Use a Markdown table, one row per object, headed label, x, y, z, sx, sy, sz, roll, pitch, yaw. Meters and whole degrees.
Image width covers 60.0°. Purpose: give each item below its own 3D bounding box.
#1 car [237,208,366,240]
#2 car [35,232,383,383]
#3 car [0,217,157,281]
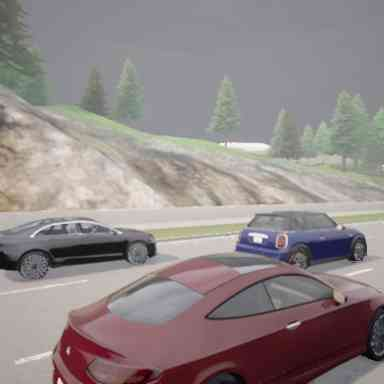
| label | x | y | z | sx | sy | sz | roll | pitch | yaw |
| --- | --- | --- | --- | --- | --- | --- | --- | --- | --- |
| car | 3.573 | 1.365 | 10.576 | 4.553 | 1.767 | 2.097 | 0 | 0 | -36 |
| car | 0.746 | 1.529 | 4.245 | 4.674 | 1.442 | 1.812 | 0 | 0 | -36 |
| car | -3.357 | 1.491 | 9.909 | 4.902 | 1.511 | 2.128 | 0 | 0 | -36 |
